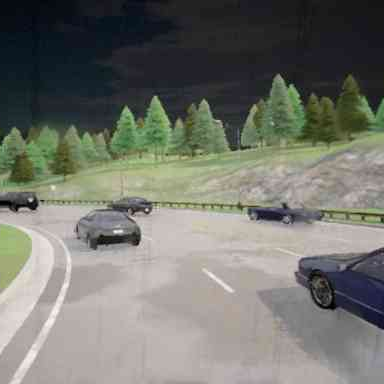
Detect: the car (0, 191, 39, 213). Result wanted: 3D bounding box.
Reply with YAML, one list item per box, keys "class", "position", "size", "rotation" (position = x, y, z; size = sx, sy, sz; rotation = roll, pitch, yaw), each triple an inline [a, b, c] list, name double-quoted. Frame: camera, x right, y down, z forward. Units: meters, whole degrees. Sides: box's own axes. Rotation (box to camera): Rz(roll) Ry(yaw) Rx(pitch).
- class: "car"
  position: [-18.003, 0.955, 33.916]
  size: [5.566, 2.045, 2.150]
  rotation: [0, 0, 32]

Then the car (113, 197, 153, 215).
- class: "car"
  position: [-5.333, 1.164, 28.062]
  size: [4.892, 1.490, 1.837]
  rotation: [0, -1, 44]

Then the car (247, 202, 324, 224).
- class: "car"
  position: [5.421, 1.239, 20.082]
  size: [1.895, 1.301, 4.718]
  rotation: [-1, 1, -29]

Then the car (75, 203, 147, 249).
- class: "car"
  position: [-3.630, 1.405, 13.967]
  size: [1.994, 1.385, 4.181]
  rotation: [-1, 1, -27]

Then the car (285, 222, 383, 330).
- class: "car"
  position: [3.590, 1.433, 4.643]
  size: [2.033, 1.411, 5.357]
  rotation: [-1, 1, -14]
